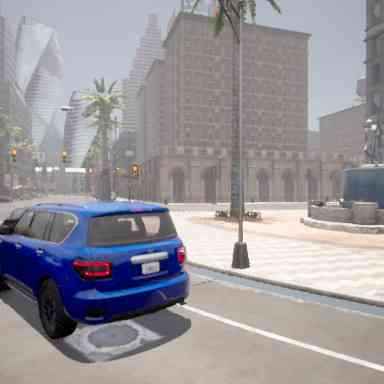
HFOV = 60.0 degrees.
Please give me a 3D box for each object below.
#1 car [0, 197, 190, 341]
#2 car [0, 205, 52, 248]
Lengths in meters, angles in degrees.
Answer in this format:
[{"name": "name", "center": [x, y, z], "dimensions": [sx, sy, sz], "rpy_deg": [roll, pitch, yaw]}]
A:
[{"name": "car", "center": [-2.421, 1.219, 6.867], "dimensions": [2.150, 2.045, 5.566], "rpy_deg": [0, 0, -43]}, {"name": "car", "center": [-7.761, 1.476, 15.961], "dimensions": [1.882, 1.535, 5.008], "rpy_deg": [0, 0, -23]}]
